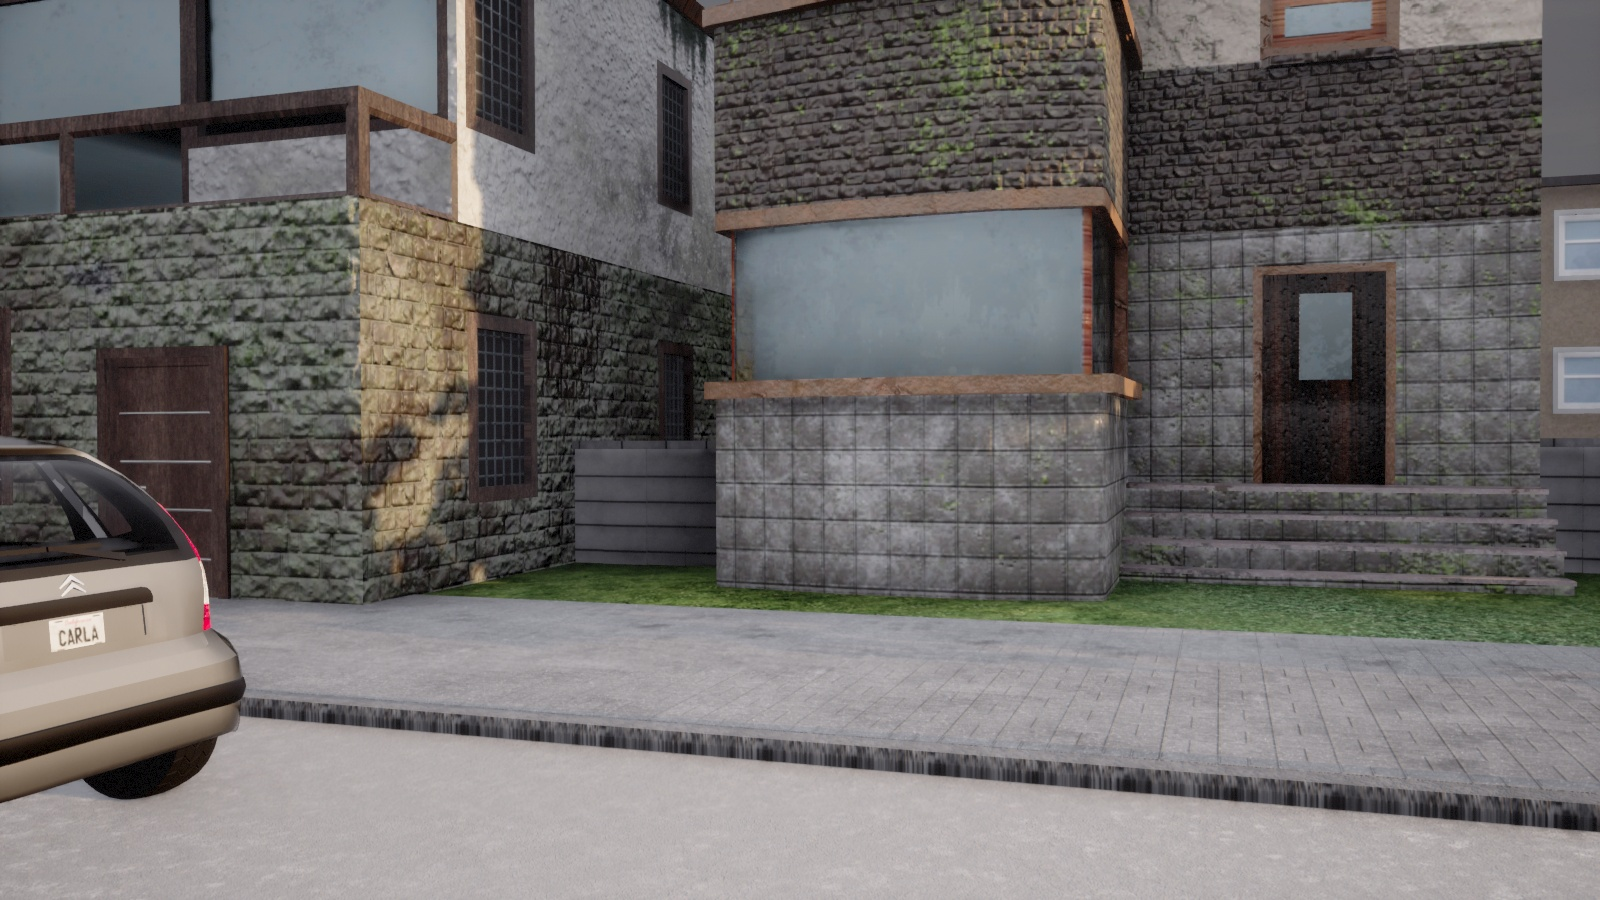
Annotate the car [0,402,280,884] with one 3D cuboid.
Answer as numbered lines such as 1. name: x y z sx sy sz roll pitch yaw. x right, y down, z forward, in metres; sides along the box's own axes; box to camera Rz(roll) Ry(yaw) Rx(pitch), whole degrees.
1. car: -4.446 0.625 5.213 3.988 1.617 1.851 1 1 19
